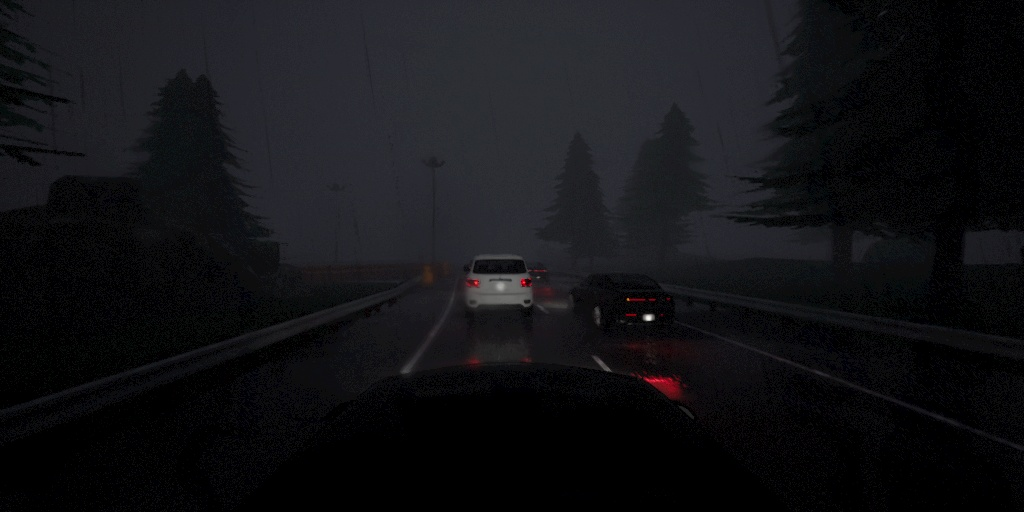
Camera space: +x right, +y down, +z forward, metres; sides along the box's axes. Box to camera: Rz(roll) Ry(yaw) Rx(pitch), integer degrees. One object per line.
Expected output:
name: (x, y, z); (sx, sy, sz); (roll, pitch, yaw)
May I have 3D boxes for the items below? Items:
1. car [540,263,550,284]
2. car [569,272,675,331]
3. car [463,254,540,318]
car: (1.398, 1.190, 25.765); (2.128, 1.511, 4.902); (0, 0, -8)
car: (3.071, 1.227, 10.953); (1.837, 1.490, 4.892); (0, 0, -4)
car: (-0.589, 0.950, 13.151); (2.150, 2.045, 5.566); (0, 0, -5)
